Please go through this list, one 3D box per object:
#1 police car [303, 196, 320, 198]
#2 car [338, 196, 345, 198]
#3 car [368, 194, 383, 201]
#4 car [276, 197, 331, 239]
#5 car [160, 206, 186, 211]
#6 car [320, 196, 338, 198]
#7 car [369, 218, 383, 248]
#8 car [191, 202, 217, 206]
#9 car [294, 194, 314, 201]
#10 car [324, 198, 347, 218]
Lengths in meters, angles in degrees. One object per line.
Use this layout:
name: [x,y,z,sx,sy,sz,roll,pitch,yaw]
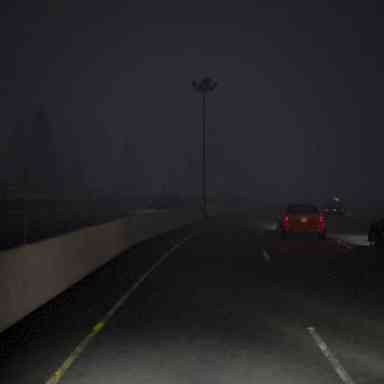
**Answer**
police car: [20.751,1.450,60.092,1.930,1.638,5.238,0,0,39]
car: [31.269,1.527,71.079,5.008,1.535,1.882,0,0,-42]
car: [44.442,1.296,79.897,4.553,1.767,2.097,0,0,-30]
car: [5.700,1.358,17.832,2.097,1.767,4.553,0,0,11]
car: [-2.272,1.515,39.876,2.033,1.411,5.357,0,0,23]
car: [27.094,1.517,67.125,1.882,1.535,5.008,0,0,45]
car: [8.191,1.369,11.939,2.097,1.767,4.553,0,0,8]
car: [1.519,1.456,39.682,1.882,1.535,5.008,0,0,24]
car: [24.722,1.271,73.126,5.357,1.411,2.033,0,0,-44]
car: [12.968,1.567,30.474,2.033,1.411,5.357,0,0,21]
